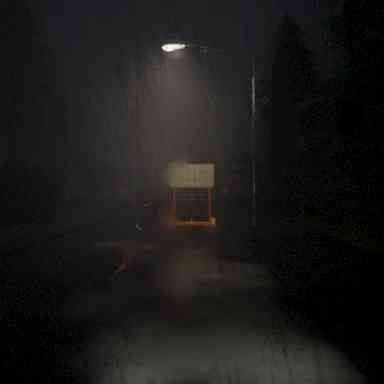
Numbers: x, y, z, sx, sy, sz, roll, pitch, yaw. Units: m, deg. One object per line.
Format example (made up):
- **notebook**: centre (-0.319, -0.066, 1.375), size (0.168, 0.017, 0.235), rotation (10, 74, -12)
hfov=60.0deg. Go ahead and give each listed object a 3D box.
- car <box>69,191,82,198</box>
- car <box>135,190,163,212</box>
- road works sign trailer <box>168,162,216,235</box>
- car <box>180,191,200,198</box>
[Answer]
- **car**: centre (-23.976, 0.529, 68.263), size (1.845, 1.501, 3.633), rotation (0, 1, 0)
- **car**: centre (-4.105, 0.804, 32.314), size (2.150, 2.045, 5.566), rotation (0, 0, 0)
- **road works sign trailer**: centre (-0.001, 0.242, 17.084), size (2.380, 3.560, 2.880), rotation (0, 1, 0)
- **car**: centre (-0.448, 0.618, 73.893), size (4.553, 1.767, 2.097), rotation (-1, 1, -44)
